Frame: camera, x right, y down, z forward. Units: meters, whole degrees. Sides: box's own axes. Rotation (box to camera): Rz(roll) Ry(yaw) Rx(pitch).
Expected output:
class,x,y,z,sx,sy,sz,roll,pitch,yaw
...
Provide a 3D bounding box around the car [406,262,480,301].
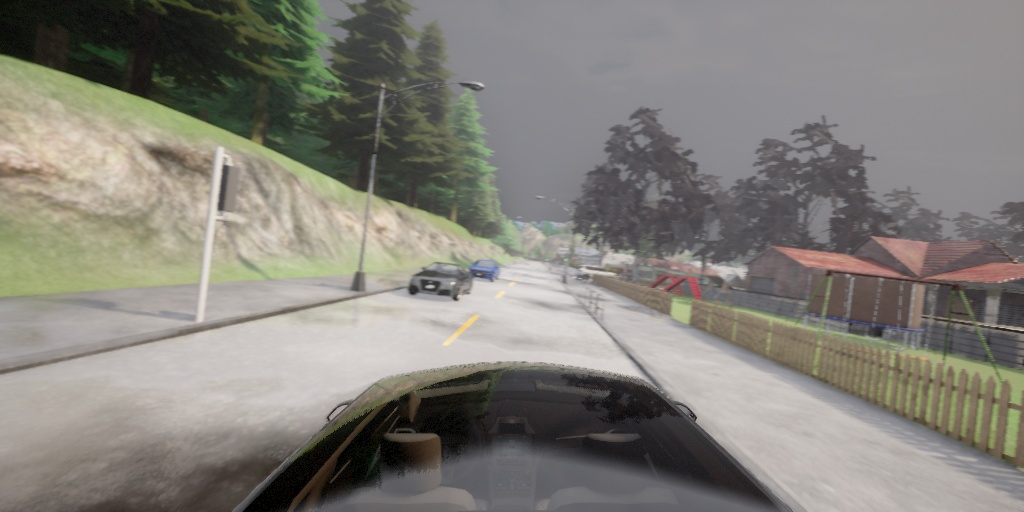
class,x,y,z,sx,sy,sz,roll,pitch,yaw
car,-2.890,0.978,15.317,1.994,1.385,4.181,7,0,4

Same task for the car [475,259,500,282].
class,x,y,z,sx,sy,sz,roll,pitch,yaw
car,-2.026,1.014,26.943,1.882,1.535,5.008,7,0,4

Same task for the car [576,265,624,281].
class,x,y,z,sx,sy,sz,roll,pitch,yaw
car,11.545,2.443,48.466,5.566,2.045,2.150,7,-1,0
